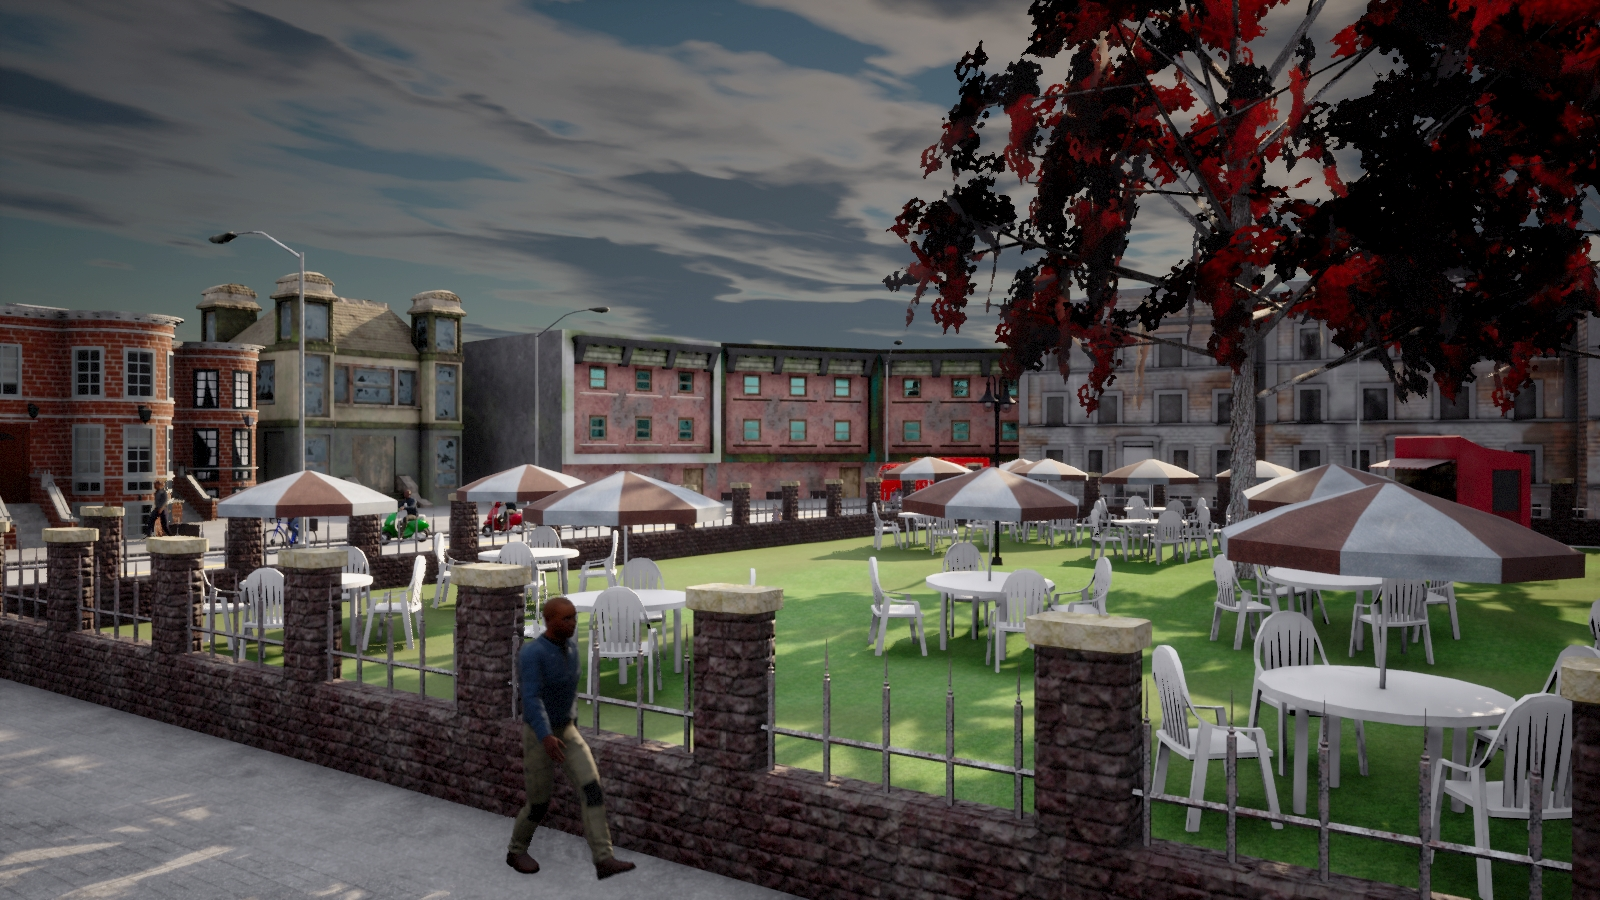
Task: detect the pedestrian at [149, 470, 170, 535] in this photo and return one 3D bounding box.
[{"bbox_3d":[-18.465,1.512,32.946,0.375,1.860,0.375,0,0,28],"label":"pedestrian"}]

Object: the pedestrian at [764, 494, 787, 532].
[{"bbox_3d":[-0.748,1.895,34.435,0.500,1.100,0.500,0,0,33],"label":"pedestrian"}]

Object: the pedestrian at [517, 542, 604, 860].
[{"bbox_3d":[-1.485,1.522,7.087,0.375,1.860,0.375,0,0,35],"label":"pedestrian"}]

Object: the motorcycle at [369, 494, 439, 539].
[{"bbox_3d":[-11.759,1.950,33.969,0.856,1.236,1.805,0,0,35],"label":"motorcycle"}]

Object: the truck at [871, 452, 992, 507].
[{"bbox_3d":[5.965,1.338,52.426,5.204,2.467,2.627,0,-1,0],"label":"truck"}]
